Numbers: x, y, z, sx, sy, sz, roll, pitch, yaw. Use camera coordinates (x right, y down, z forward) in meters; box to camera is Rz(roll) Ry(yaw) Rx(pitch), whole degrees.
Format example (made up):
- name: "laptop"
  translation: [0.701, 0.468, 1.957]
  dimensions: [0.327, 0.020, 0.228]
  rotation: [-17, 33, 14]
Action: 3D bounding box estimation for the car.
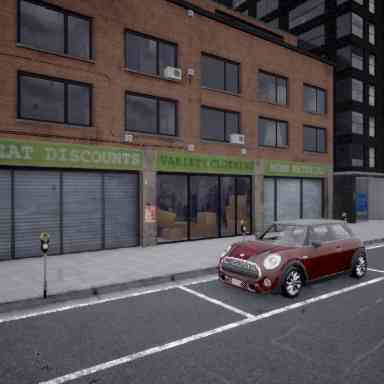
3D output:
- name: "car"
  translation: [2.584, 1.440, 8.400]
  dimensions: [4.097, 1.590, 1.967]
  rotation: [0, 0, -36]
